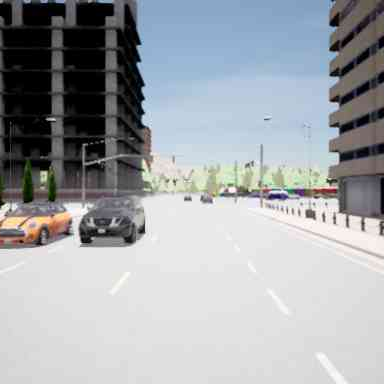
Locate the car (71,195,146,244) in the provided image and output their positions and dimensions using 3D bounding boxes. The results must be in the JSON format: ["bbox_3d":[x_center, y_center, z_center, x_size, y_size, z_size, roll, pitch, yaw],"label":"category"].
[{"bbox_3d":[-3.507,1.163,15.711,2.150,2.045,5.566,0,0,0],"label":"car"}]

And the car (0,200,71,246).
[{"bbox_3d":[-7.015,1.292,14.927,2.097,1.767,4.553,0,0,0],"label":"car"}]

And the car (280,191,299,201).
[{"bbox_3d":[24.275,1.126,81.637,3.806,1.475,1.970,0,0,0],"label":"car"}]

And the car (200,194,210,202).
[{"bbox_3d":[2.628,1.190,69.874,1.882,1.535,5.008,0,0,-1],"label":"car"}]

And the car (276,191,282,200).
[{"bbox_3d":[24.259,1.083,84.531,3.905,1.438,1.784,0,0,0],"label":"car"}]

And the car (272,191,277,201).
[{"bbox_3d":[24.194,0.861,87.214,4.605,1.855,1.932,0,0,0],"label":"car"}]

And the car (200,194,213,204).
[{"bbox_3d":[2.777,1.324,59.481,2.033,1.411,5.357,0,1,-1],"label":"car"}]

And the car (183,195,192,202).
[{"bbox_3d":[-0.871,1.259,69.816,2.033,1.411,5.357,0,0,-1],"label":"car"}]
